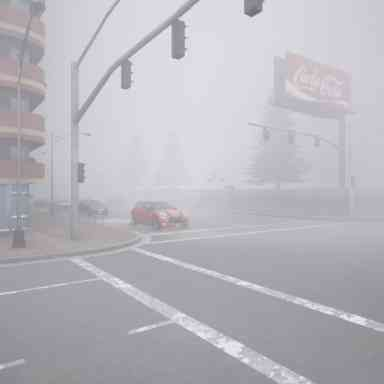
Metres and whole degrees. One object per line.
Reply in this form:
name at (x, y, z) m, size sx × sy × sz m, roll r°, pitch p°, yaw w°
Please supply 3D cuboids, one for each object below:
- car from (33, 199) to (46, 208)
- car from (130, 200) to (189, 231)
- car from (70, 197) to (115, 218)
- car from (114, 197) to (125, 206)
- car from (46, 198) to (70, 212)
car at (-21.261, 1.601, 47.367) m, size 1.895 × 1.301 × 4.718 m, roll 0°, pitch 0°, yaw -35°
car at (-2.123, 1.352, 20.875) m, size 2.097 × 1.767 × 4.553 m, roll 0°, pitch 0°, yaw -36°
car at (-9.286, 1.492, 30.759) m, size 2.128 × 1.511 × 4.902 m, roll 0°, pitch 0°, yaw -36°
car at (-12.259, 1.505, 53.093) m, size 1.837 × 1.490 × 4.892 m, roll 0°, pitch 0°, yaw -36°
car at (-15.323, 1.478, 39.107) m, size 1.882 × 1.535 × 5.008 m, roll 0°, pitch 0°, yaw -36°
